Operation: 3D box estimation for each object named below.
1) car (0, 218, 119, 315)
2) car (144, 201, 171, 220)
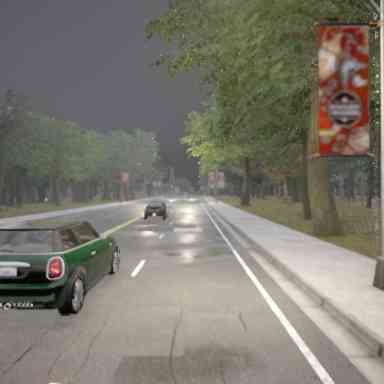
[{"bbox_3d":[-3.140,1.391,7.801,2.097,1.767,4.553,0,0,0],"label":"car"},{"bbox_3d":[-3.063,1.590,29.576,1.837,1.490,4.892,0,0,0],"label":"car"}]
